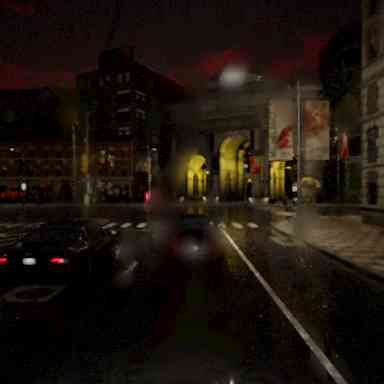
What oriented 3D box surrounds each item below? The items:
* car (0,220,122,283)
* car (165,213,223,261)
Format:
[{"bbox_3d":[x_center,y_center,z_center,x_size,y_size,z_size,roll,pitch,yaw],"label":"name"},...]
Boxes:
[{"bbox_3d":[-3.439,1.507,9.570,2.033,1.411,5.357,0,0,0],"label":"car"},{"bbox_3d":[0.075,1.476,11.923,1.812,1.442,4.674,0,0,0],"label":"car"}]
